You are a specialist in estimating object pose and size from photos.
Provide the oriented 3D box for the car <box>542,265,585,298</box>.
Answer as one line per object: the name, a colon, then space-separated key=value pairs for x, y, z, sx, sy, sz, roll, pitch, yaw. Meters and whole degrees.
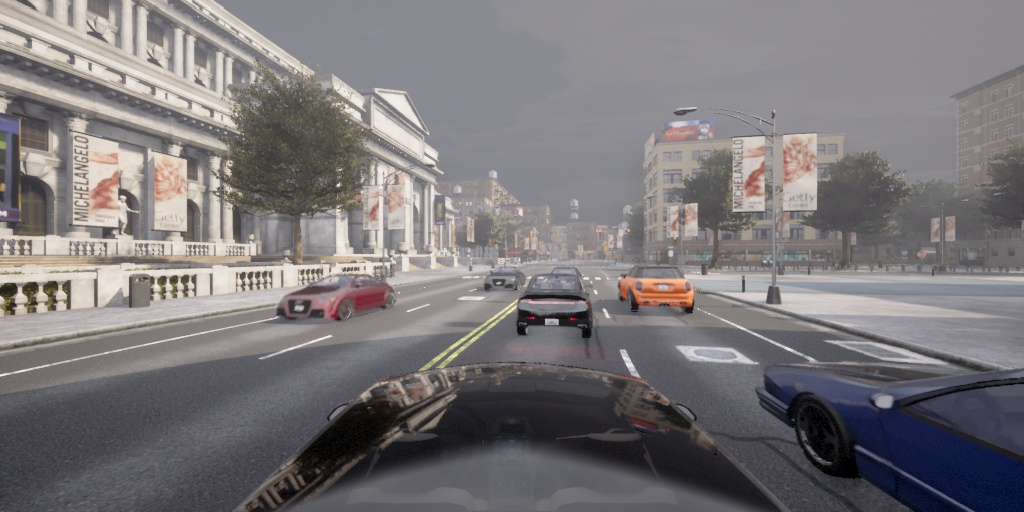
car: x=2.945 y=1.297 z=19.763 sx=2.033 sy=1.411 sz=5.357 roll=0 pitch=0 yaw=11

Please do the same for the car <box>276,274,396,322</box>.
car: x=-5.761 y=1.314 z=12.292 sx=1.994 sy=1.385 sz=4.181 roll=0 pitch=0 yaw=11

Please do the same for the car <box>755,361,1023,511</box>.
car: x=3.675 y=1.298 z=1.642 sx=2.033 sy=1.411 sz=5.357 roll=0 pitch=0 yaw=2

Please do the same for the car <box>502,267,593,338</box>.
car: x=1.270 y=1.242 z=10.287 sx=2.128 sy=1.511 sz=4.902 roll=0 pitch=0 yaw=9

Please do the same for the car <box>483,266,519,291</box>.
car: x=-0.352 y=1.318 z=21.758 sx=1.994 sy=1.385 sz=4.181 roll=0 pitch=0 yaw=11

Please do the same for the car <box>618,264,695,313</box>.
car: x=5.521 y=1.101 z=14.267 sx=2.097 sy=1.767 sz=4.553 roll=0 pitch=0 yaw=10
